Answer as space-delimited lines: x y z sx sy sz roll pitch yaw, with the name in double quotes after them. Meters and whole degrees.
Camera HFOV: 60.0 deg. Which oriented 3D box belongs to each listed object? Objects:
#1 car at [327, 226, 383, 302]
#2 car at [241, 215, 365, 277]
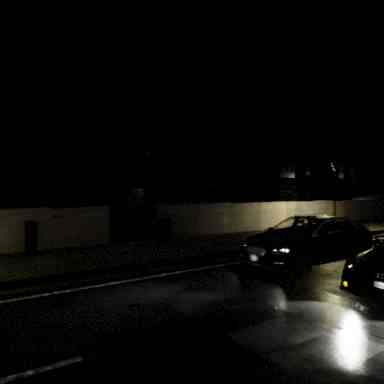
5.157 1.562 7.364 4.181 1.385 1.994 0 0 -36 "car"
3.644 1.489 10.276 4.902 1.511 2.128 0 0 -36 "car"
